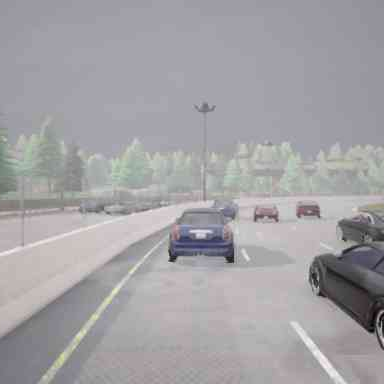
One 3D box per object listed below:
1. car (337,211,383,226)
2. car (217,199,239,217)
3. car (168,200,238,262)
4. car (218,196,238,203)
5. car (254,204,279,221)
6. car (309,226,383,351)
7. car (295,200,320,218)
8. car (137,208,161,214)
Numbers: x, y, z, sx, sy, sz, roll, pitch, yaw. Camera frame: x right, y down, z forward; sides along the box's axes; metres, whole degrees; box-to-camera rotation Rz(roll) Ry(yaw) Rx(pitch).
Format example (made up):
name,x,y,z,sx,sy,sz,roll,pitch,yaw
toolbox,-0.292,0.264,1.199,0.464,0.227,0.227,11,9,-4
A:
name,x,y,z,sx,sy,sz,roll,pitch,yaw
car,7.514,1.502,13.599,2.128,1.511,4.902,0,0,4
car,2.862,1.374,28.661,2.097,1.767,4.553,0,0,13
car,0.413,1.360,12.291,2.097,1.767,4.553,0,0,4
car,7.876,1.577,72.247,2.128,1.511,4.902,0,0,36
car,6.079,1.621,27.287,1.895,1.301,4.718,0,0,13
car,3.627,1.569,5.928,1.994,1.385,4.181,0,0,1
car,10.478,1.500,30.240,1.882,1.535,5.008,0,0,15
car,-3.748,1.588,31.816,1.994,1.385,4.181,0,0,14
